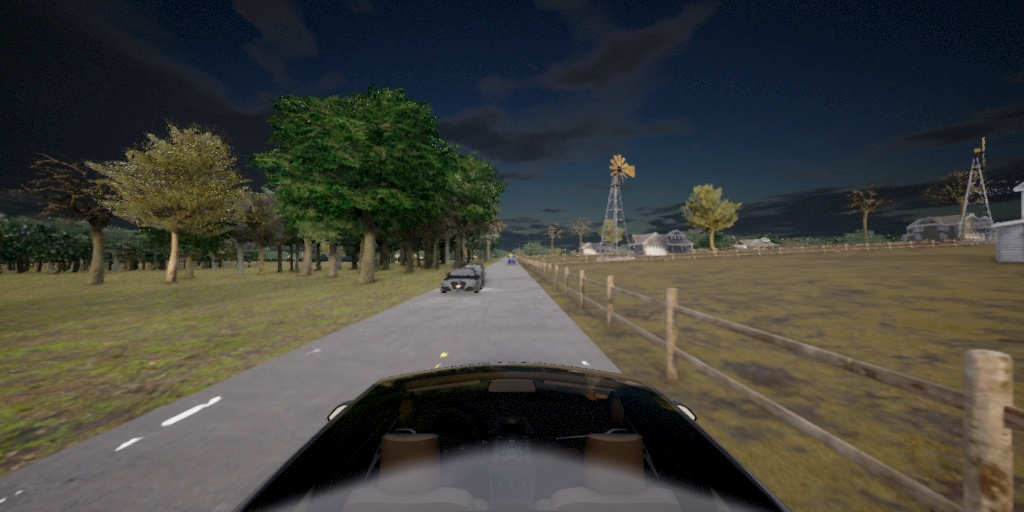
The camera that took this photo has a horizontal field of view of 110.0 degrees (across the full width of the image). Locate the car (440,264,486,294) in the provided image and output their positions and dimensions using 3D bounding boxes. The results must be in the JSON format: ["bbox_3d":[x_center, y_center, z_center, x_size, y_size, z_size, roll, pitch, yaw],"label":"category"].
[{"bbox_3d":[-2.756,1.372,20.408,1.994,1.385,4.181,0,0,0],"label":"car"}]

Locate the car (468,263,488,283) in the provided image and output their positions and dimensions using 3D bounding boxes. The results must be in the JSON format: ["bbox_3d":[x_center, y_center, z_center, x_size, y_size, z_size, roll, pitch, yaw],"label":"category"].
[{"bbox_3d":[-2.771,1.268,25.255,1.837,1.490,4.892,0,0,0],"label":"car"}]
